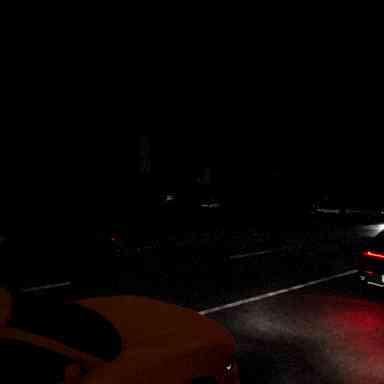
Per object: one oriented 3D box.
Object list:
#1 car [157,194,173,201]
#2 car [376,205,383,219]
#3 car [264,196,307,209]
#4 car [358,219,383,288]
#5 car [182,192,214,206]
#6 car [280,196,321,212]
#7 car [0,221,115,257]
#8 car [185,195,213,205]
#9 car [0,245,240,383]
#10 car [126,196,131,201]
[{"bbox_3d":[-6.220,1.238,74.781,2.128,1.511,4.902,-1,0,-38],"label":"car"},{"bbox_3d":[14.181,1.394,23.326,1.994,1.385,4.181,0,1,29],"label":"car"},{"bbox_3d":[11.537,1.247,41.346,2.128,1.511,4.902,-1,1,-39],"label":"car"},{"bbox_3d":[5.869,1.468,7.951,4.892,1.490,1.837,0,0,-36],"label":"car"},{"bbox_3d":[0.758,1.017,49.159,2.150,2.045,5.566,-1,0,-39],"label":"car"},{"bbox_3d":[11.412,1.289,35.915,1.837,1.490,4.892,-1,1,-39],"label":"car"},{"bbox_3d":[-4.327,1.562,9.506,4.181,1.385,1.994,0,0,-36],"label":"car"},{"bbox_3d":[1.124,1.271,54.294,1.837,1.490,4.892,-1,0,-39],"label":"car"},{"bbox_3d":[-1.837,1.478,2.419,5.008,1.535,1.882,0,0,-36],"label":"car"},{"bbox_3d":[-10.738,1.362,63.602,2.033,1.411,5.357,-1,0,-39],"label":"car"}]
